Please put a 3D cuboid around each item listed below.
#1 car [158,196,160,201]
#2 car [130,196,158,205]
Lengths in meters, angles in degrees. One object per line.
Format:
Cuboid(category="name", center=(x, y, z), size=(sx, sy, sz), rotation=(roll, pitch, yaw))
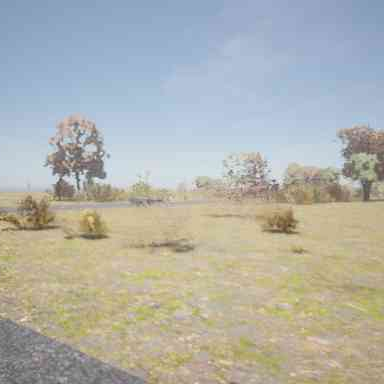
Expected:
Cuboid(category="car", center=(-7.941, 1.670, 74.960), size=(1.812, 1.442, 4.674), rotation=(0, 0, 34))
Cuboid(category="car", center=(-9.145, 1.624, 60.564), size=(2.128, 1.511, 4.902), rotation=(0, 0, 34))
